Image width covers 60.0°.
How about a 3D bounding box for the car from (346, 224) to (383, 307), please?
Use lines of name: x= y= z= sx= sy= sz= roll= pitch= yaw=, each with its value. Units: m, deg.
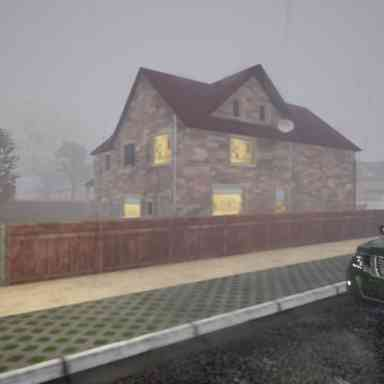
car: x=5.601 y=1.307 z=7.065 sx=5.566 sy=2.045 sz=2.150 roll=1 pitch=0 yaw=-35
